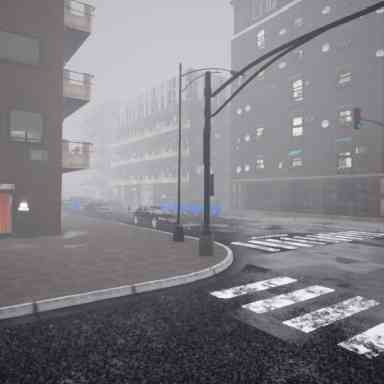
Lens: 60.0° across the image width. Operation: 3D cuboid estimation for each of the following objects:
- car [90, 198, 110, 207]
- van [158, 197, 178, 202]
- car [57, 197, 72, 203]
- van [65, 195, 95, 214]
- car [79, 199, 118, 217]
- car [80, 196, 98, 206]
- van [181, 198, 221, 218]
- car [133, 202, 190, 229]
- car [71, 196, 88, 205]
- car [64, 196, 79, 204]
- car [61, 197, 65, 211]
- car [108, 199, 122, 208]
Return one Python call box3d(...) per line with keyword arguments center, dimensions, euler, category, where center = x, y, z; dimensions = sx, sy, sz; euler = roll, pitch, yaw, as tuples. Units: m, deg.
box3d(center=(-14.948, 1.730, 53.732), dimensions=(1.802, 1.307, 4.206), euler=(1, -1, -35), category="car")
box3d(center=(-2.239, 1.450, 35.315), dimensions=(1.690, 1.788, 3.998), euler=(1, -1, -35), category="van")
box3d(center=(-27.655, 1.727, 72.152), dimensions=(1.887, 1.381, 4.507), euler=(1, -1, -35), category="car")
box3d(center=(-11.902, 1.361, 35.445), dimensions=(1.690, 1.788, 3.998), euler=(1, -1, -35), category="van")
box3d(center=(-8.727, 1.592, 30.839), dimensions=(1.802, 1.307, 4.206), euler=(1, -1, -35), category="car")
box3d(center=(-18.124, 1.597, 58.338), dimensions=(1.967, 1.590, 4.097), euler=(1, -1, -35), category="car")
box3d(center=(0.938, 1.439, 30.710), dimensions=(1.690, 1.788, 3.998), euler=(1, -1, -35), category="van")
box3d(center=(-2.373, 1.540, 21.629), dimensions=(2.008, 1.369, 4.403), euler=(1, -1, -35), category="car")
box3d(center=(-21.301, 1.606, 62.943), dimensions=(1.967, 1.590, 4.097), euler=(1, -1, -35), category="car")
box3d(center=(-24.477, 1.614, 67.548), dimensions=(1.967, 1.590, 4.097), euler=(1, -1, -35), category="car")
box3d(center=(-15.080, 1.581, 40.048), dimensions=(2.008, 1.369, 4.403), euler=(1, -1, -35), category="car")
box3d(center=(-11.771, 1.683, 49.128), dimensions=(1.887, 1.381, 4.507), euler=(1, -1, -35), category="car")
